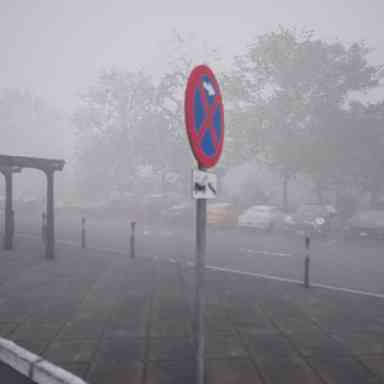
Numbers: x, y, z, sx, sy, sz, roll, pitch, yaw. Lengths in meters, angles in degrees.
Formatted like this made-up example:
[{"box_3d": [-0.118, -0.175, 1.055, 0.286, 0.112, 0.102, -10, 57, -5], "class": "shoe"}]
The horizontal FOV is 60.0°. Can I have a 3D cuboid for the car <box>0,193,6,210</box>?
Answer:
[{"box_3d": [-18.279, 1.160, 35.720, 2.097, 1.535, 5.008, 1, 0, 35], "class": "car"}]

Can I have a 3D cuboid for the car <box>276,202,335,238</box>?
[{"box_3d": [6.616, 1.389, 18.046, 2.185, 1.767, 4.553, 1, 0, 35], "class": "car"}]

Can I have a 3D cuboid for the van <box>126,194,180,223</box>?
[{"box_3d": [-2.381, 1.158, 24.549, 1.878, 1.987, 4.442, 1, 0, 35], "class": "van"}]

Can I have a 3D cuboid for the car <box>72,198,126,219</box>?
[{"box_3d": [-6.991, 1.350, 27.649, 2.163, 1.488, 4.792, 1, 0, 35], "class": "car"}]

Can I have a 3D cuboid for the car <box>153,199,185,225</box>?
[{"box_3d": [-0.192, 1.456, 22.845, 2.002, 1.452, 4.674, 1, 0, 35], "class": "car"}]

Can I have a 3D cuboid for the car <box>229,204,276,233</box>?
[{"box_3d": [4.333, 1.522, 19.628, 2.002, 1.452, 4.674, 1, 0, 35], "class": "car"}]

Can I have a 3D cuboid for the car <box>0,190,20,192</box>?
[{"box_3d": [-22.821, 0.845, 38.908, 2.435, 2.045, 5.566, 1, 0, 35], "class": "car"}]

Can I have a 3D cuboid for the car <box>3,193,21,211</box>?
[{"box_3d": [-16.017, 1.193, 34.112, 2.231, 1.521, 4.892, 1, 0, 35], "class": "car"}]

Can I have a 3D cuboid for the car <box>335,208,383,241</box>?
[{"box_3d": [8.862, 1.547, 16.417, 2.097, 1.535, 5.008, 1, 0, 35], "class": "car"}]

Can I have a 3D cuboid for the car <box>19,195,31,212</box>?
[{"box_3d": [-13.743, 1.254, 32.522, 2.163, 1.488, 4.792, 1, 0, 35], "class": "car"}]

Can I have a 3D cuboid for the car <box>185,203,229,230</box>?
[{"box_3d": [2.070, 1.449, 21.234, 2.097, 1.535, 5.008, 1, 0, 35], "class": "car"}]

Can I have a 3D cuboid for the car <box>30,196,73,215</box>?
[{"box_3d": [-11.605, 1.253, 30.739, 1.946, 1.575, 5.366, 1, 0, 35], "class": "car"}]
